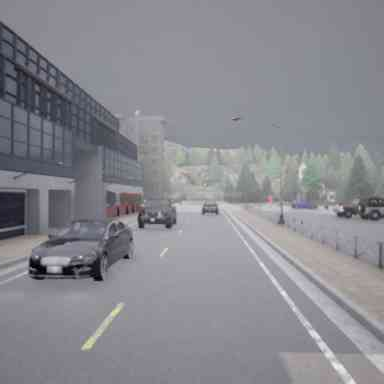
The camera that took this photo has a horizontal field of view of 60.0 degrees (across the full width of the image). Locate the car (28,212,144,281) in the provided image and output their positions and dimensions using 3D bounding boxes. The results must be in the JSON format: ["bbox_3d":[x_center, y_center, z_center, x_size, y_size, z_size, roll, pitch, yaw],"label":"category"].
[{"bbox_3d":[-3.114,1.588,10.296,2.128,1.511,4.902,0,-1,3],"label":"car"}]

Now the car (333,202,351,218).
[{"bbox_3d":[15.344,1.417,30.171,4.605,1.855,1.932,0,-1,3],"label":"car"}]

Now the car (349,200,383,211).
[{"bbox_3d":[23.738,1.857,45.338,3.806,1.475,1.970,0,-1,3],"label":"car"}]

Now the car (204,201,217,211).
[{"bbox_3d":[2.689,2.070,48.851,1.895,1.301,4.718,0,-1,3],"label":"car"}]

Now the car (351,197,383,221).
[{"bbox_3d":[15.598,1.369,27.248,3.866,1.878,1.905,0,-1,3],"label":"car"}]

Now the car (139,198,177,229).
[{"bbox_3d":[-2.359,1.447,23.936,2.150,2.045,5.566,0,0,3],"label":"car"}]

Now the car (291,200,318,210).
[{"bbox_3d":[16.490,1.871,48.717,3.633,1.501,1.845,0,-1,3],"label":"car"}]

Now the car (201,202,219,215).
[{"bbox_3d":[2.130,1.862,38.550,2.128,1.511,4.902,0,-1,3],"label":"car"}]
